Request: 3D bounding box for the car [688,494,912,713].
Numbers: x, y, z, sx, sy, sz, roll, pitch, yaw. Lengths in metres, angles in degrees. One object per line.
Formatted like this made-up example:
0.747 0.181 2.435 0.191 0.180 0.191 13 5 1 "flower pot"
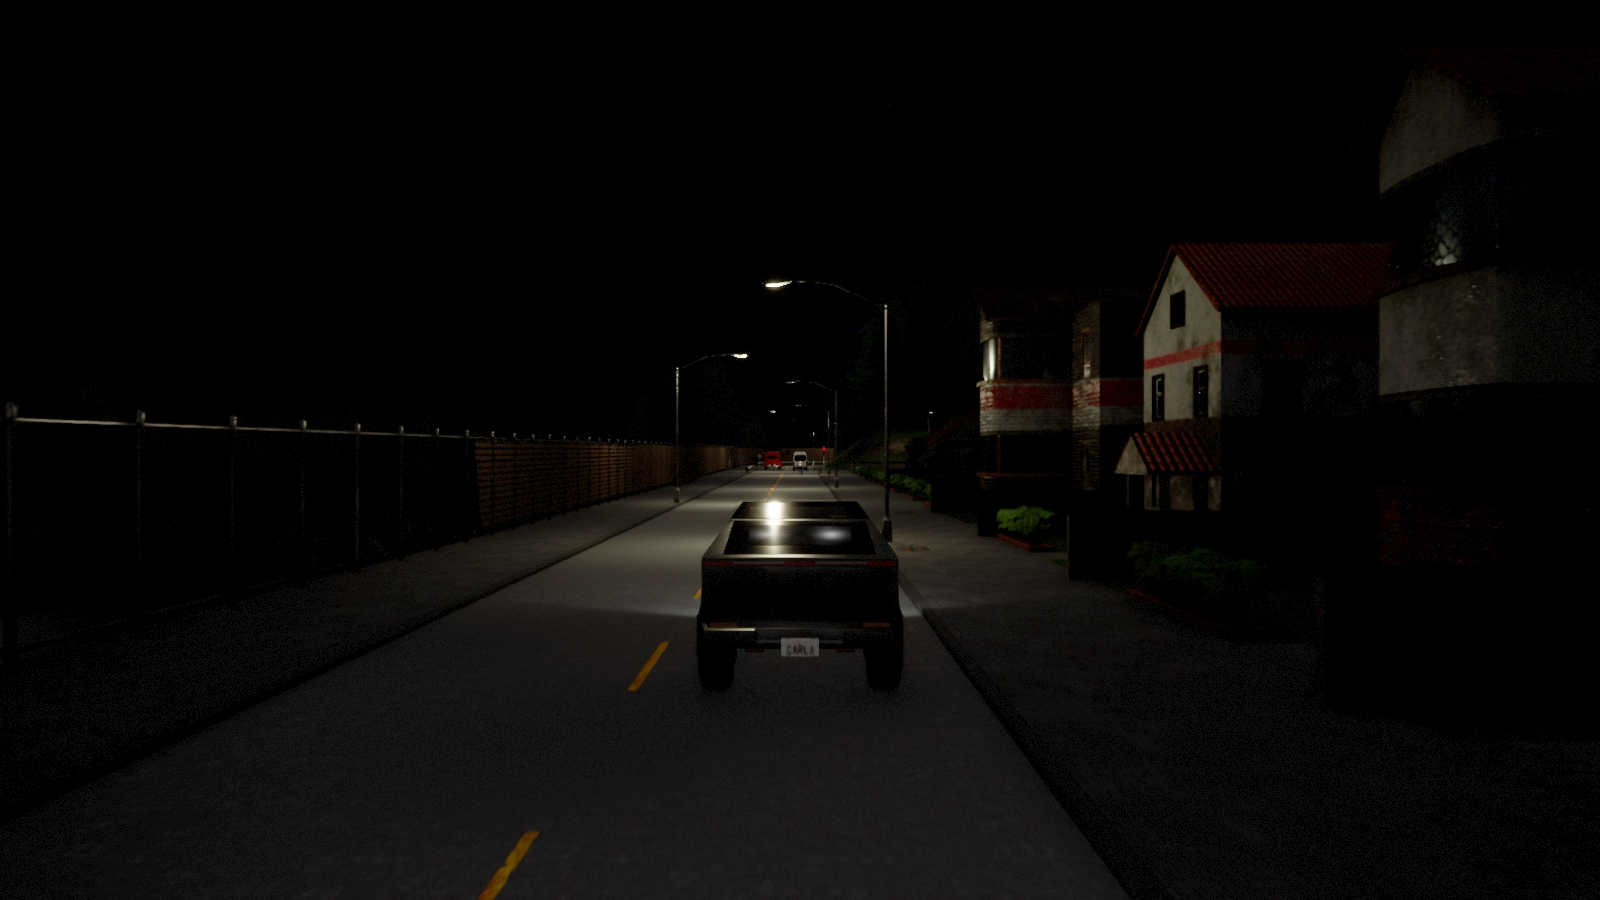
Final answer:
0.001 1.753 15.299 2.390 2.098 6.274 0 0 0 "car"
